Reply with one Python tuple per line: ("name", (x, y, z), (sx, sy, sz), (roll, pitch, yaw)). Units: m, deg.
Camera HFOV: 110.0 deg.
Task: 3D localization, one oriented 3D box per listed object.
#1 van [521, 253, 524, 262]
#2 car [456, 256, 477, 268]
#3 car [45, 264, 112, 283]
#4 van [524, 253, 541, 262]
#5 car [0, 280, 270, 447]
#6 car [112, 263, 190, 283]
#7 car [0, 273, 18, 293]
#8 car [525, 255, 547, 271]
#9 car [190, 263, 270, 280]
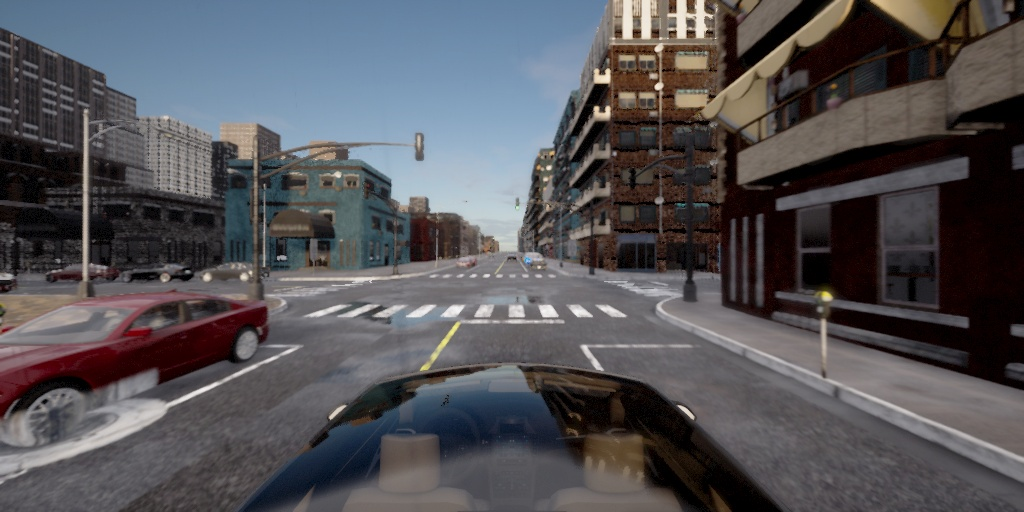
("van", (2.695, 0.367, 54.502), (1.690, 1.789, 3.998), (0, 0, 0))
("car", (-5.687, 0.766, 43.305), (1.802, 1.307, 4.207), (0, 0, 0))
("car", (-30.673, 1.213, 25.704), (4.207, 1.307, 1.802), (0, 0, 1))
("van", (2.694, 0.524, 43.340), (1.690, 1.789, 3.998), (0, 0, 0))
("car", (-5.656, 1.249, 5.244), (1.888, 1.381, 4.507), (0, 0, 0))
("car", (-25.194, 1.172, 25.629), (4.313, 1.339, 1.948), (0, 0, 1))
("car", (-26.372, 1.040, 17.005), (4.097, 1.591, 1.967), (0, 0, 1))
("car", (2.694, 0.812, 37.761), (2.007, 1.370, 4.403), (0, 0, 0))
("car", (-19.712, 1.132, 25.552), (4.403, 1.370, 2.007), (0, 0, 1))
